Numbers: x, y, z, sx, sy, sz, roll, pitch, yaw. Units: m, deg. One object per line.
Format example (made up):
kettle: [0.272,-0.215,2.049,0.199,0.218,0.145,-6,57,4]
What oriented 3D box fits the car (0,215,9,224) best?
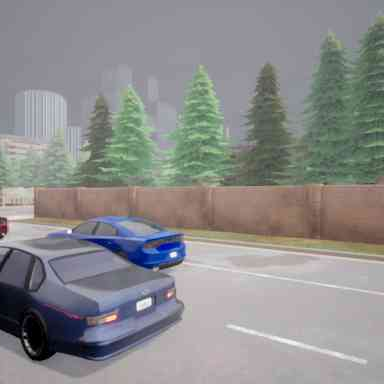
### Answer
car: [-10.746,1.476,15.945,5.008,1.535,1.882,0,0,35]

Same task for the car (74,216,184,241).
car: [-2.497,1.477,10.069,5.008,1.535,1.882,0,0,35]

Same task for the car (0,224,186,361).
car: [-2.691,1.547,5.903,5.357,1.411,2.033,0,0,35]
